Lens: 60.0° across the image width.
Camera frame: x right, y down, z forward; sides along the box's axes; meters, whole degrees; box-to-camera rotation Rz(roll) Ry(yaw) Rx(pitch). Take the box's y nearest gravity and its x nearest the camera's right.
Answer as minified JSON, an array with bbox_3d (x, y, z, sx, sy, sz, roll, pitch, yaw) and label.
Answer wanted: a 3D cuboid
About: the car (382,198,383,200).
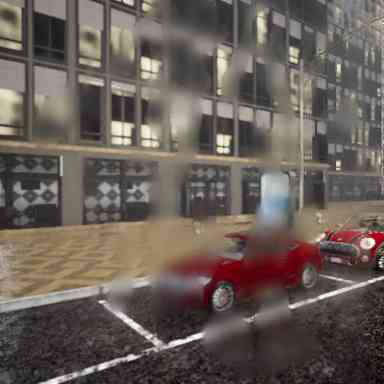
[{"bbox_3d":[10.266,1.276,13.885,5.009,1.841,2.192,0,0,-36],"label":"car"}]

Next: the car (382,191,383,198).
[{"bbox_3d":[31.895,0.712,55.943,2.192,1.841,5.009,1,0,-36],"label":"car"}]

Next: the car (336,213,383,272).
[{"bbox_3d":[5.747,1.414,10.662,4.097,1.590,1.967,0,0,-36],"label":"car"}]

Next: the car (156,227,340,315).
[{"bbox_3d":[1.228,1.569,7.438,4.206,1.307,1.802,0,0,-36],"label":"car"}]
